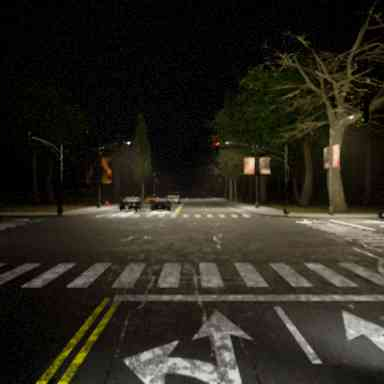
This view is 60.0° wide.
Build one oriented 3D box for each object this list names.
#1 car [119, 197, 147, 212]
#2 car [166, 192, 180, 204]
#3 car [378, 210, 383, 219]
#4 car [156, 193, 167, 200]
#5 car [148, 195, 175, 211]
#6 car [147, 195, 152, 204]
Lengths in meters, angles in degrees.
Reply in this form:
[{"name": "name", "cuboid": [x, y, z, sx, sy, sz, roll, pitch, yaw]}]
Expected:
[{"name": "car", "cuboid": [-6.575, 1.293, 36.100, 2.128, 1.511, 4.902, 0, 0, 0]}, {"name": "car", "cuboid": [-3.245, 0.994, 57.669, 2.150, 2.045, 5.566, 0, -1, 0]}, {"name": "car", "cuboid": [15.931, 1.491, 24.122, 4.181, 1.385, 1.994, 0, 0, 0]}, {"name": "car", "cuboid": [-6.469, 0.963, 71.309, 1.994, 1.385, 4.181, 0, 0, 0]}, {"name": "car", "cuboid": [-3.317, 1.364, 36.558, 1.994, 1.385, 4.181, 0, 0, 1]}, {"name": "car", "cuboid": [-6.511, 1.245, 56.025, 1.882, 1.535, 5.008, 0, 0, 0]}]
